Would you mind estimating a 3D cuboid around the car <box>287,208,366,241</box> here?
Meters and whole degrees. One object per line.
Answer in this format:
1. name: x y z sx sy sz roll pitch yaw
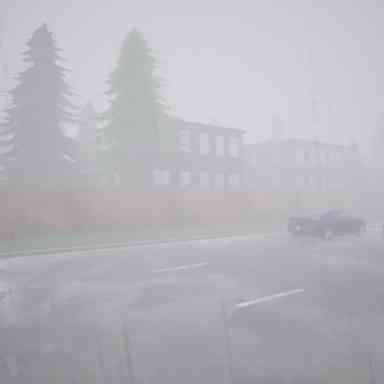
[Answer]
1. car: 7.086 1.584 17.299 5.008 1.535 1.882 0 0 -36
